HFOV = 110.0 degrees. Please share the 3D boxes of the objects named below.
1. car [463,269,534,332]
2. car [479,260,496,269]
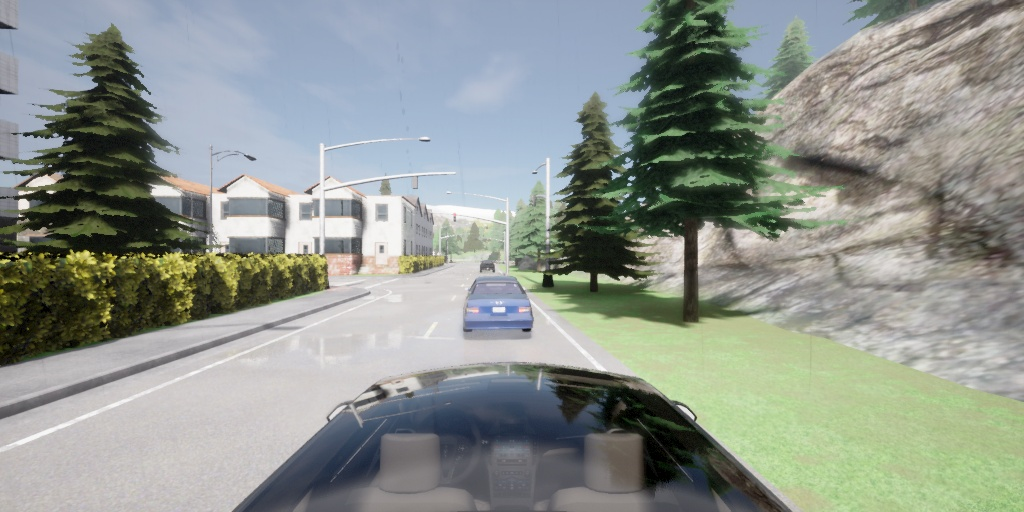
[{"bbox_3d":[-0.483,1.297,10.840,2.033,1.411,5.357,0,0,-4],"label":"car"},{"bbox_3d":[-3.095,1.255,44.895,1.837,1.490,4.892,0,0,-4],"label":"car"}]
